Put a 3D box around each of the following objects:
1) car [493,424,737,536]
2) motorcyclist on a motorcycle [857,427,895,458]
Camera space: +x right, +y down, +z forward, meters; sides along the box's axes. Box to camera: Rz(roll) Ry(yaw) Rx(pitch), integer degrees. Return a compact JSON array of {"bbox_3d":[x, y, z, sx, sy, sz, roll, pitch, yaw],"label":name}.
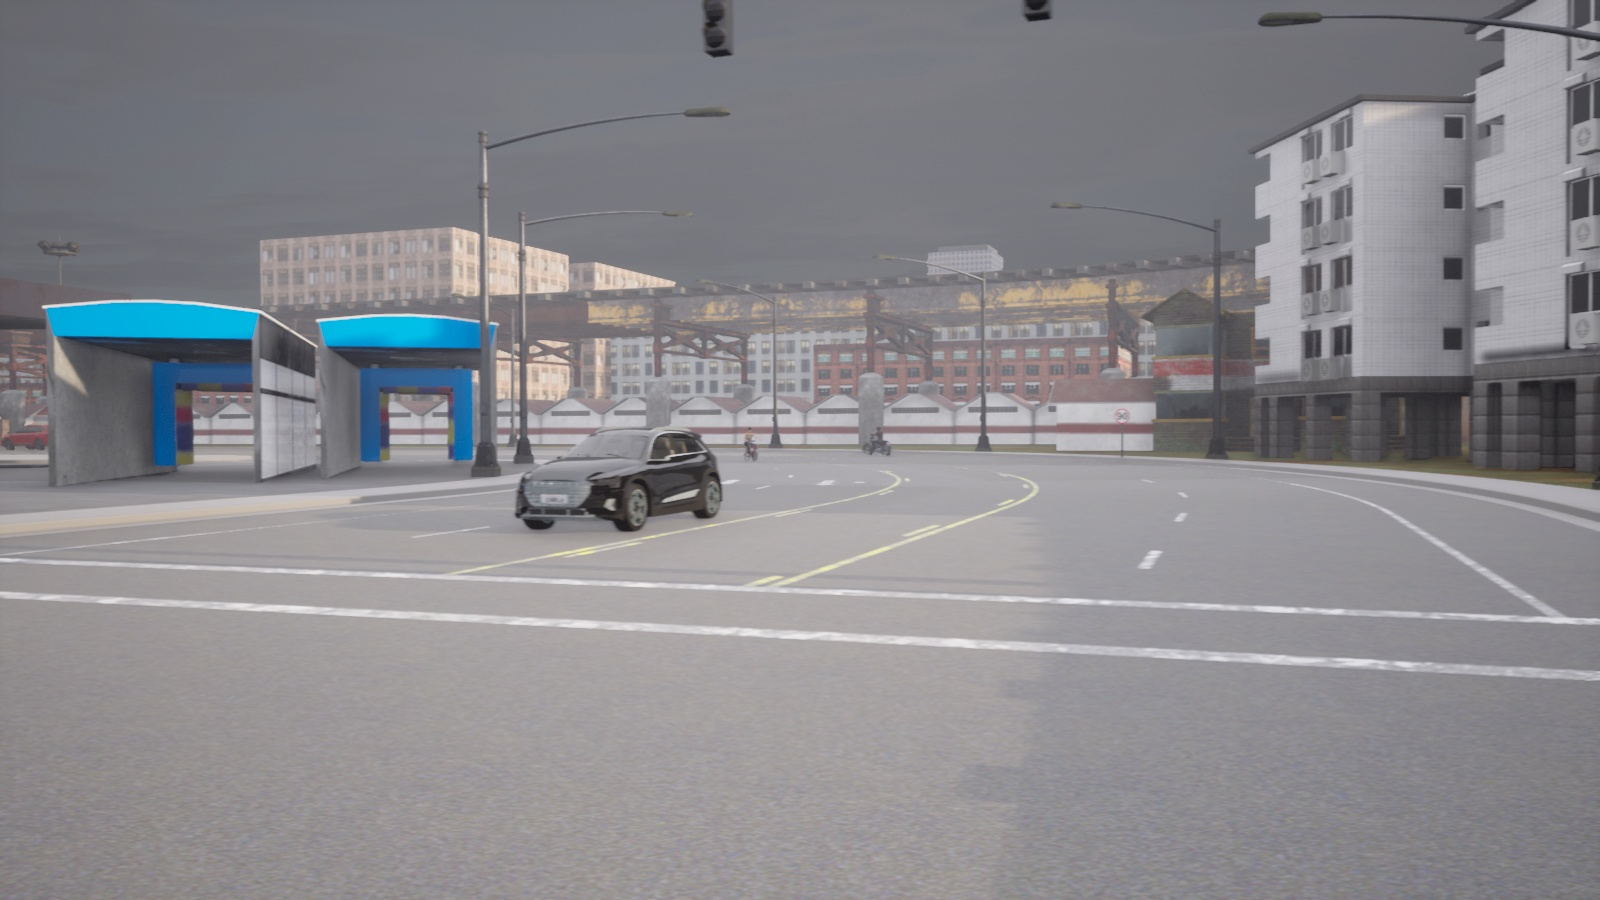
[{"bbox_3d":[-2.930,0.393,21.182,2.033,1.649,4.856,1,1,20],"label":"car"},{"bbox_3d":[4.122,-0.434,68.419,0.766,1.649,2.350,-3,2,-32],"label":"motorcyclist on a motorcycle"}]
